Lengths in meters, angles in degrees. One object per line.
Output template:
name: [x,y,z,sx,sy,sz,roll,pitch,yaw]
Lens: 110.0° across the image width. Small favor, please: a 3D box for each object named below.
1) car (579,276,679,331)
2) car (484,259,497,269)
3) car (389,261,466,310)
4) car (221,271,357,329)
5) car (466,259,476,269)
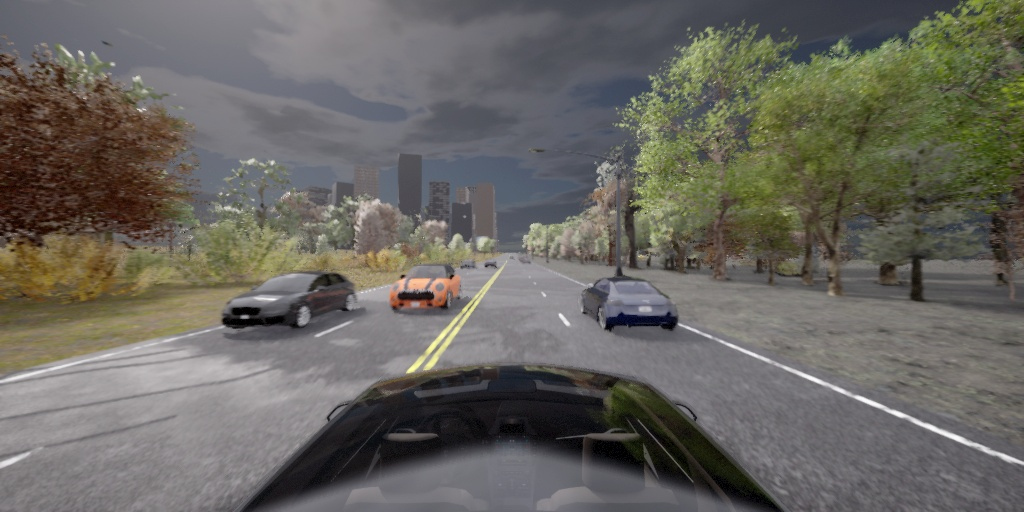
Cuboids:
car: [3.357,1.305,11.039,1.994,1.385,4.181,0,0,0]
car: [-3.243,1.189,55.784,2.033,1.411,5.357,0,0,1]
car: [-3.335,1.091,14.631,2.097,1.767,4.553,0,0,0]
car: [-6.590,1.250,11.274,1.837,1.490,4.892,0,0,0]
car: [-6.505,1.209,54.065,1.994,1.385,4.181,0,0,1]
